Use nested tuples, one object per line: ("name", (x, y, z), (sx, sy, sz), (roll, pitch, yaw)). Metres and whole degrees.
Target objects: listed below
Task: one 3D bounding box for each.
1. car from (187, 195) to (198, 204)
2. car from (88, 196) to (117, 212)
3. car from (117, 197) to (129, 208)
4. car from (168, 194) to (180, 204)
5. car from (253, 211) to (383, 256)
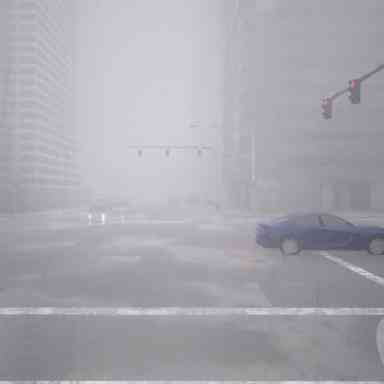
("car", (0.050, 1.352, 63.498), (2.097, 1.767, 4.553), (0, 0, 0))
("car", (-10.632, 1.505, 39.367), (1.837, 1.490, 4.892), (0, 0, 0))
("car", (-10.630, 1.526, 49.627), (1.812, 1.442, 4.674), (0, 0, 0))
("car", (-3.454, 1.352, 63.494), (2.097, 1.767, 4.553), (0, 0, 0))
("car", (4.843, 1.478, 12.490), (5.008, 1.535, 1.882), (0, 0, 0))
